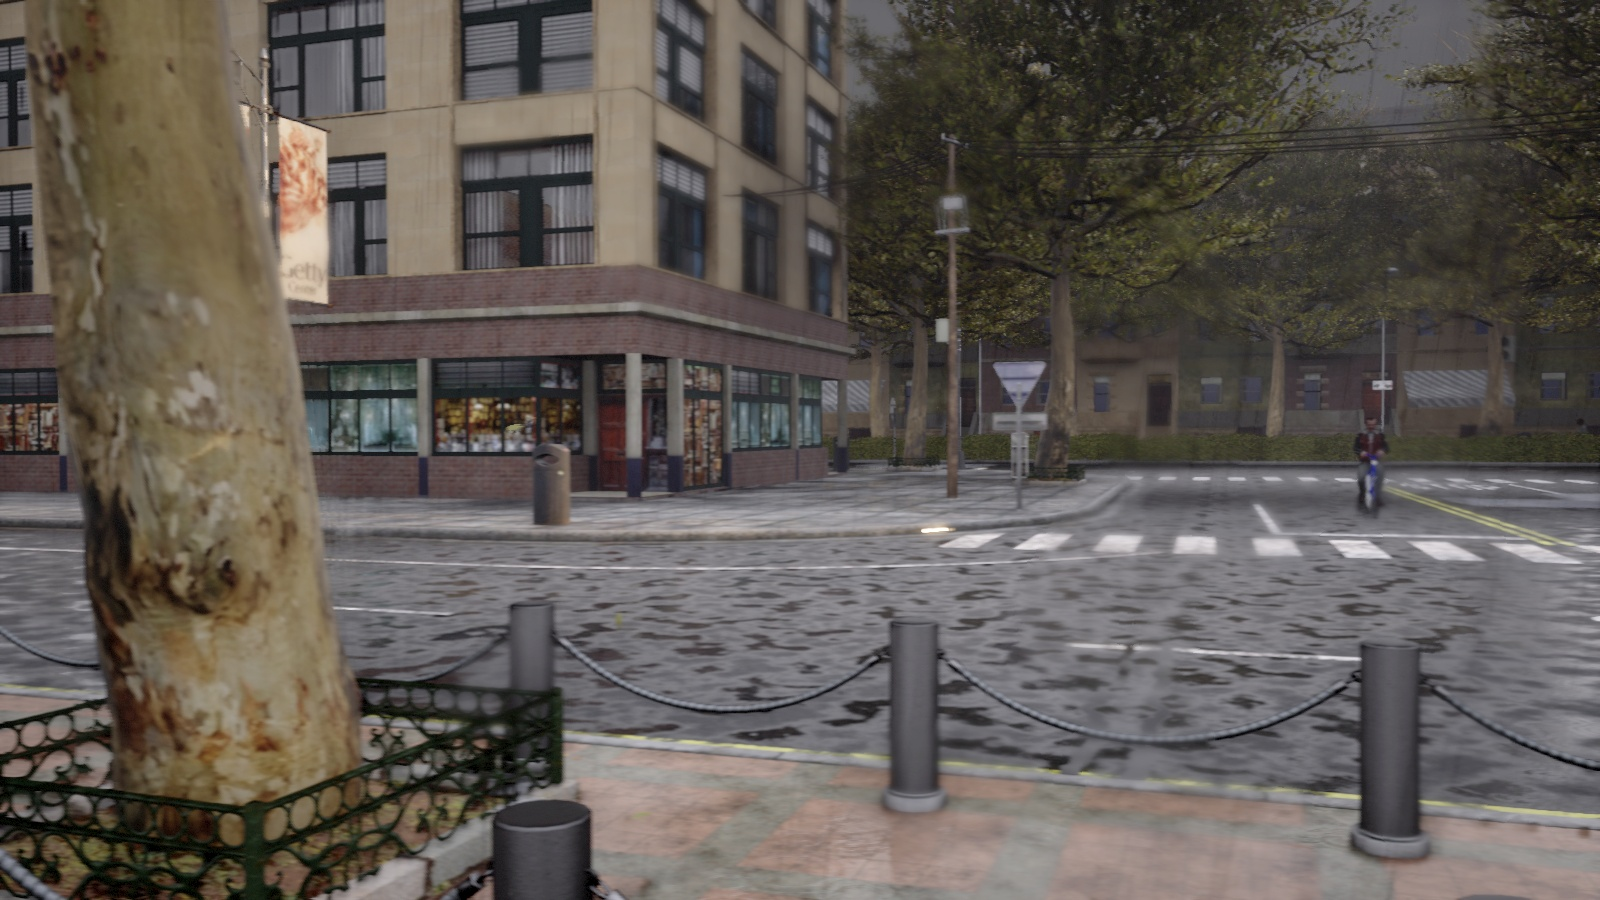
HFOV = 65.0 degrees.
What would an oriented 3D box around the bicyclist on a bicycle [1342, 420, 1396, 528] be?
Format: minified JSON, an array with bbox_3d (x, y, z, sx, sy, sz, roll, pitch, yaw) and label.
[{"bbox_3d":[9.811,0.386,21.706,0.659,1.776,1.843,0,1,18],"label":"bicyclist on a bicycle"}]
